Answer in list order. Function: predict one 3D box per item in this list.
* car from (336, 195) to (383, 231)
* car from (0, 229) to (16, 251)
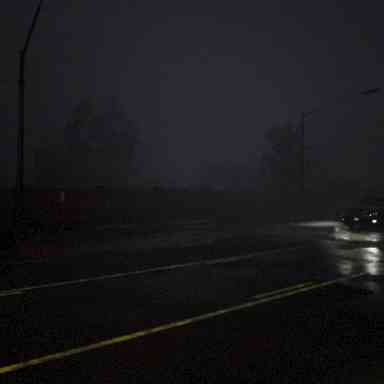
[{"bbox_3d":[11.849,1.214,21.042,5.566,2.045,2.150,-1,0,-36],"label":"car"},{"bbox_3d":[-8.500,1.597,10.824,4.718,1.301,1.895,1,0,-35],"label":"car"}]
